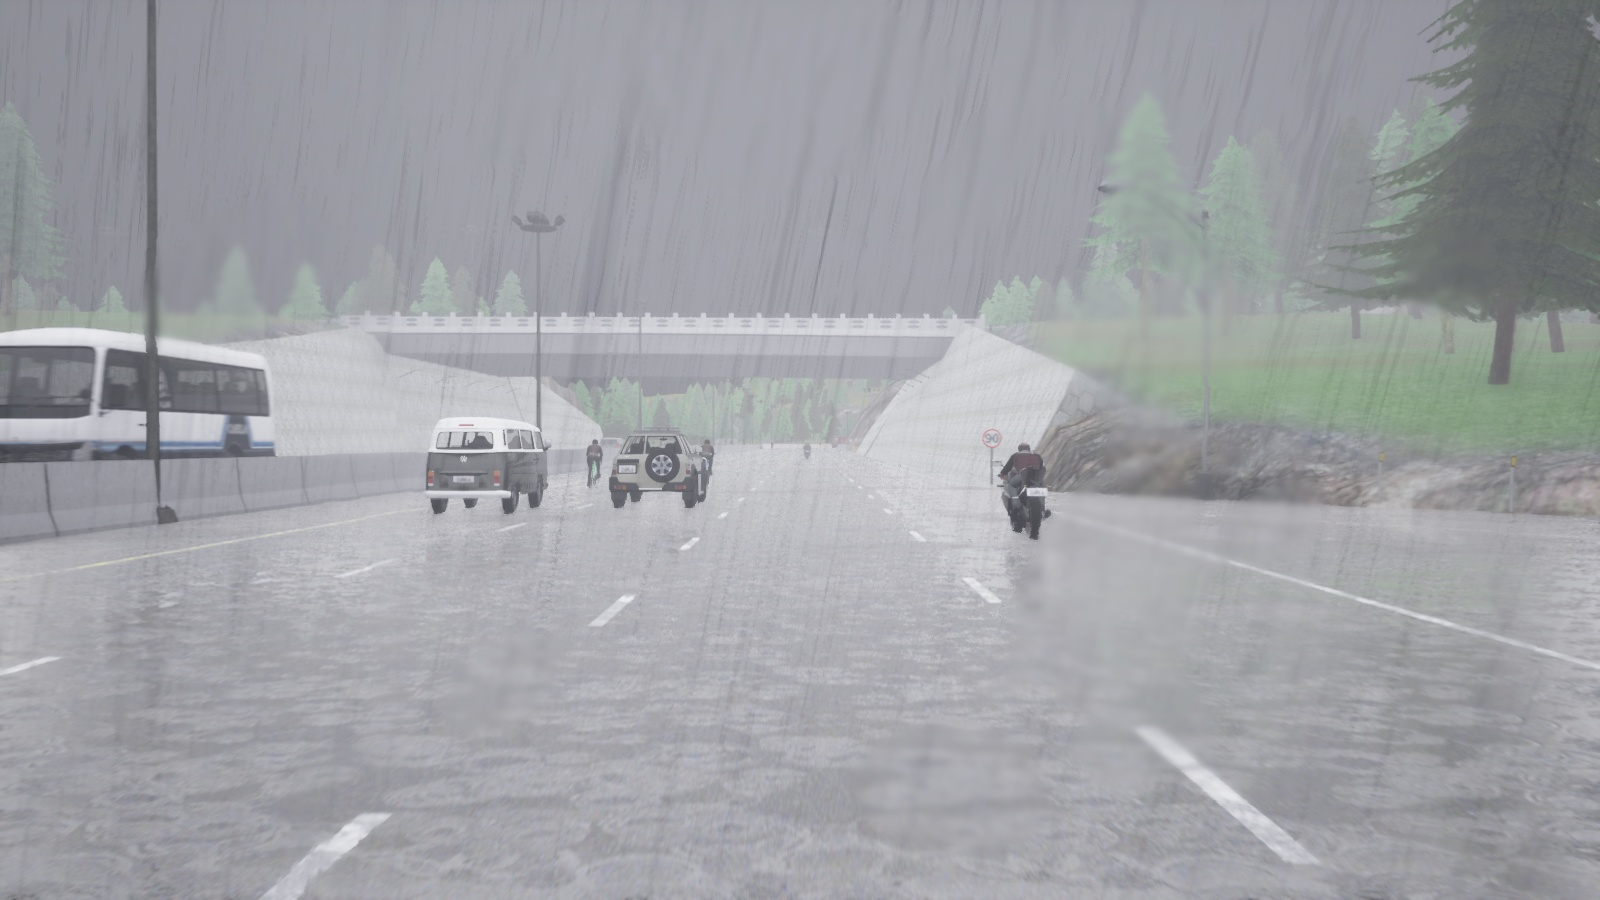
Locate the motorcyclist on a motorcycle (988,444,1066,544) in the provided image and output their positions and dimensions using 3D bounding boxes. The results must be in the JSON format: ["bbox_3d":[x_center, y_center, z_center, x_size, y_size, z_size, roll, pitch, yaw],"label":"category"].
[{"bbox_3d":[3.631,0.670,20.292,0.866,1.530,2.191,0,0,0],"label":"motorcyclist on a motorcycle"}]

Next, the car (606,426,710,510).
[{"bbox_3d":[-3.313,0.391,30.103,1.932,1.855,4.605,0,0,0],"label":"car"}]

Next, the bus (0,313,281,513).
[{"bbox_3d":[-17.302,-0.824,31.893,3.944,4.253,10.273,0,0,0],"label":"bus"}]

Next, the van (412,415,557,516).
[{"bbox_3d":[-6.827,0.308,27.692,2.069,2.038,4.480,0,0,0],"label":"van"}]
